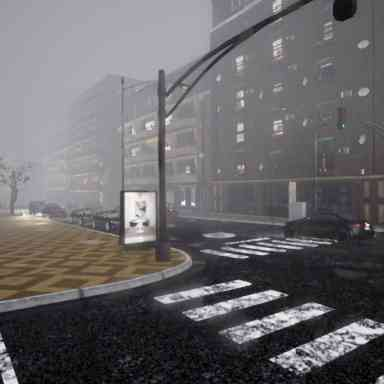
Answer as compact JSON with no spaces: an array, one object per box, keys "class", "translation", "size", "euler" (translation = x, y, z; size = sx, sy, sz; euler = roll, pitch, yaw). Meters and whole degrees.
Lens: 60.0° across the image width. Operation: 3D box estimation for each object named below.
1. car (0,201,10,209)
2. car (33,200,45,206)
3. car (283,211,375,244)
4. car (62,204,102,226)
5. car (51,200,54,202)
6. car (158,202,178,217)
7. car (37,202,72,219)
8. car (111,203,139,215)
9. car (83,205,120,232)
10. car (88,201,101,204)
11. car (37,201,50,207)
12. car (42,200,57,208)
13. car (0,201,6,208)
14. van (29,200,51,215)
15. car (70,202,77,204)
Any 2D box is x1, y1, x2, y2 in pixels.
[{"class":"car","translation":[-38.171,2.702,68.267],"size":[2.008,1.369,4.403],"euler":[-2,0,-36]},{"class":"car","translation":[-37.913,2.796,82.203],"size":[1.887,1.381,4.507],"euler":[-2,0,-36]},{"class":"car","translation":[6.575,1.650,16.355],"size":[1.994,1.385,4.181],"euler":[0,-2,-36]},{"class":"car","translation":[-8.885,1.969,27.589],"size":[2.008,1.369,4.403],"euler":[-2,0,-36]},{"class":"car","translation":[-25.430,2.469,60.555],"size":[1.994,1.385,4.181],"euler":[-1,-1,-36]},{"class":"car","translation":[-3.201,1.823,34.466],"size":[1.967,1.590,4.097],"euler":[-2,0,-36]},{"class":"car","translation":[-14.964,2.114,36.064],"size":[1.887,1.381,4.507],"euler":[-2,0,-36]},{"class":"car","translation":[-8.459,2.096,41.648],"size":[1.802,1.307,4.206],"euler":[-2,0,-36]},{"class":"car","translation":[-5.619,1.887,23.078],"size":[2.008,1.369,4.403],"euler":[-2,0,-36]},{"class":"car","translation":[-15.054,2.118,50.627],"size":[1.967,1.590,4.097],"euler":[-2,0,-36]},{"class":"car","translation":[-34.647,2.735,77.692],"size":[1.947,1.339,4.313],"euler":[-2,0,-36]},{"class":"car","translation":[-31.385,2.527,73.180],"size":[1.967,1.590,4.097],"euler":[-2,0,-36]},{"class":"car","translation":[-44.702,2.861,77.290],"size":[1.887,1.381,4.507],"euler":[-2,0,-36]},{"class":"van","translation":[-19.884,2.034,42.950],"size":[1.690,1.788,3.998],"euler":[-2,0,-36]},{"class":"car","translation":[-21.585,2.423,59.647],"size":[1.802,1.307,4.206],"euler":[-2,0,-36]}]
